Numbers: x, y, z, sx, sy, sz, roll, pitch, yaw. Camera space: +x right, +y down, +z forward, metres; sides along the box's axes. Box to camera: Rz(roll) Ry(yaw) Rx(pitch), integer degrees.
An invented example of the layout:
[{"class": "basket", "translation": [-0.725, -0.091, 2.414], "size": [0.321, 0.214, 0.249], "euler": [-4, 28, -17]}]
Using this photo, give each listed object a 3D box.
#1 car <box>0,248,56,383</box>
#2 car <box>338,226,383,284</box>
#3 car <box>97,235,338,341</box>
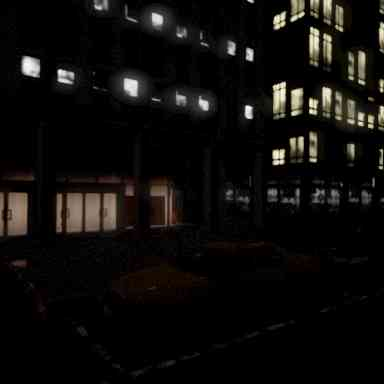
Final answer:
[{"class": "car", "translation": [-3.726, 1.428, 3.442], "size": [4.097, 1.590, 1.967], "euler": [1, 0, -35]}, {"class": "car", "translation": [5.306, 1.686, 9.873], "size": [4.206, 1.307, 1.802], "euler": [1, 0, -35]}, {"class": "car", "translation": [0.651, 1.570, 6.558], "size": [4.829, 1.417, 1.752], "euler": [1, 0, -35]}]
